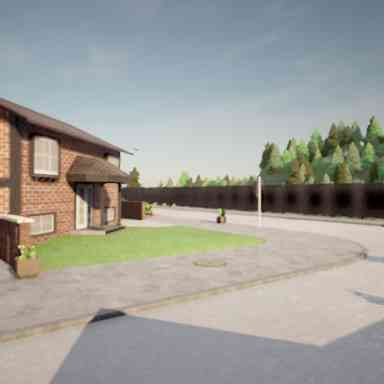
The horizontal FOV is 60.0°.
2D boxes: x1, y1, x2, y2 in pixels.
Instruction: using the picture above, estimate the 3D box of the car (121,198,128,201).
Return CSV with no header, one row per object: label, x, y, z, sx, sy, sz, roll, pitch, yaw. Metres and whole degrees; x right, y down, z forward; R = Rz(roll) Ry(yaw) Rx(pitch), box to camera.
car,-9.455,1.616,44.653,1.837,1.490,4.892,0,0,-35
